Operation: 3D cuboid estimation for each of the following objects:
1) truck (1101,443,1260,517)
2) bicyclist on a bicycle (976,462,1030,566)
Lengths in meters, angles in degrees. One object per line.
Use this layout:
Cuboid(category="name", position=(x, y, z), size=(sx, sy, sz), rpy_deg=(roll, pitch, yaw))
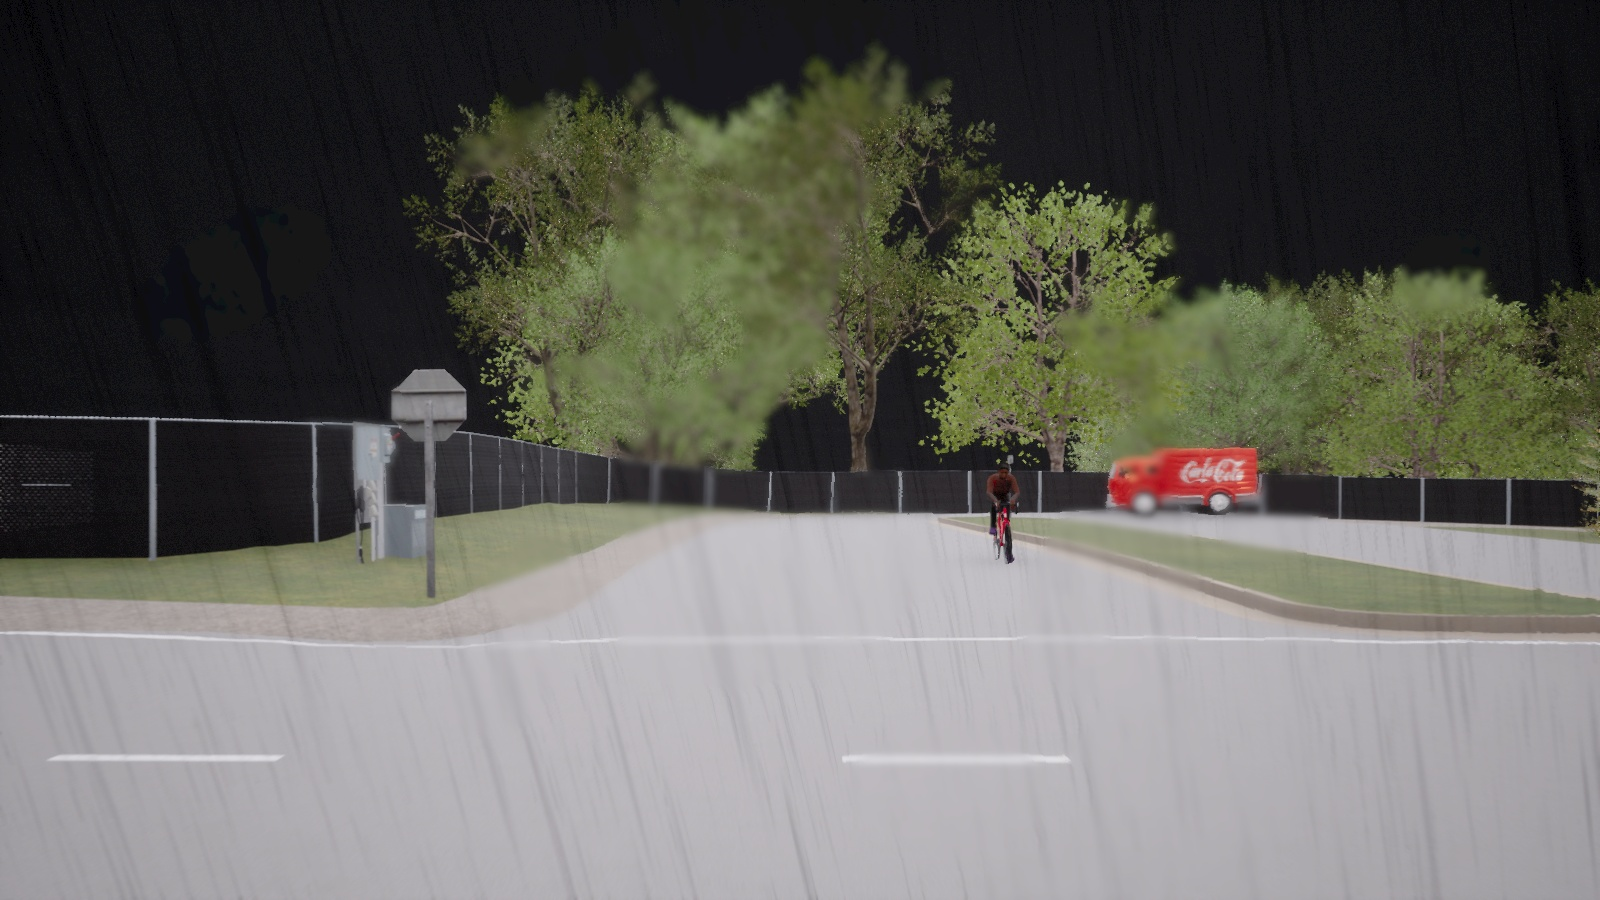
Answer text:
Cuboid(category="truck", position=(14.223, 1.129, 47.262), size=(5.204, 2.467, 2.627), rpy_deg=(-3, -1, 6))
Cuboid(category="bicyclist on a bicycle", position=(3.283, 1.006, 20.435), size=(0.582, 1.620, 1.656), rpy_deg=(-1, -1, -1))
